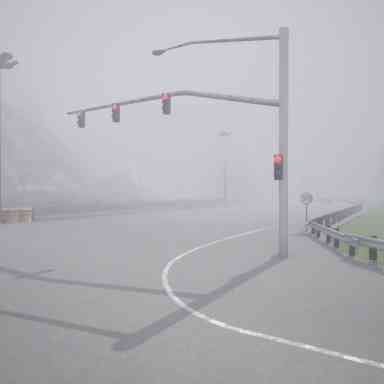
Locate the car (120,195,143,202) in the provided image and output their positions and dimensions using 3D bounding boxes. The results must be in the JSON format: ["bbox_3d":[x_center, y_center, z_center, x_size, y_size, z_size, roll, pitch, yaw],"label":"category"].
[{"bbox_3d":[-10.663,1.272,58.879,2.097,1.767,4.553,0,0,30],"label":"car"}]

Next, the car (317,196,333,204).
[{"bbox_3d":[25.561,1.549,63.331,1.994,1.385,4.181,0,0,16],"label":"car"}]

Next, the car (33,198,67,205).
[{"bbox_3d":[-18.977,1.465,45.536,2.033,1.411,5.357,0,0,32],"label":"car"}]

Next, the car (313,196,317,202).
[{"bbox_3d":[28.111,1.520,72.920,2.033,1.411,5.357,0,0,7],"label":"car"}]

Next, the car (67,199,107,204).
[{"bbox_3d":[-11.462,1.503,37.801,1.994,1.385,4.181,0,0,32],"label":"car"}]

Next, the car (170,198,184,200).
[{"bbox_3d":[-2.586,1.543,51.918,1.895,1.301,4.718,0,0,31],"label":"car"}]
